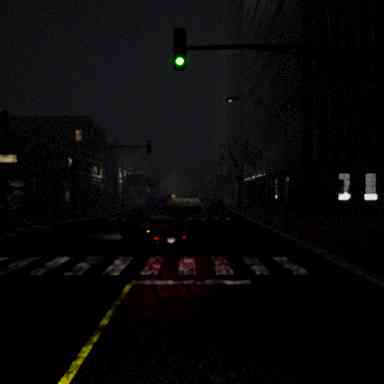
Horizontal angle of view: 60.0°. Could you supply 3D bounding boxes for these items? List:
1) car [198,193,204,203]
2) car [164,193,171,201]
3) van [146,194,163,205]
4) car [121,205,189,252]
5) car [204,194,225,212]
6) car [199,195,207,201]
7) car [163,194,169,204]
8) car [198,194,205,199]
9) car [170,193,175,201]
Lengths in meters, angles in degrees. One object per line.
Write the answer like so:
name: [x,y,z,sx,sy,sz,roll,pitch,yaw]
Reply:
car: [2.698,1.371,65.707,1.752,1.417,4.829,1,0,0]
car: [-5.683,1.412,65.548,1.947,1.339,4.313,1,0,0]
van: [-5.679,1.225,48.945,1.690,1.788,3.998,1,0,0]
car: [-1.601,1.492,13.728,1.812,1.442,4.674,0,0,-22]
car: [2.701,1.350,37.862,1.967,1.590,4.097,1,0,0]
car: [2.696,1.352,82.141,1.887,1.381,4.507,1,0,0]
car: [-5.683,1.441,60.014,1.802,1.307,4.206,1,0,0]
car: [2.696,1.307,93.381,1.752,1.417,4.829,1,0,0]
car: [-5.680,1.135,76.616,2.192,1.841,5.009,1,0,0]
